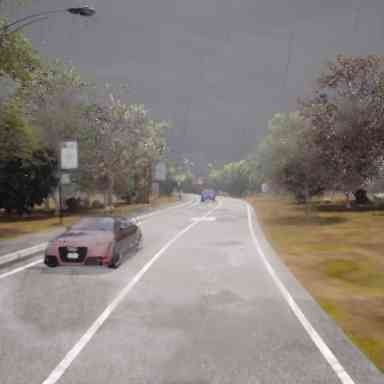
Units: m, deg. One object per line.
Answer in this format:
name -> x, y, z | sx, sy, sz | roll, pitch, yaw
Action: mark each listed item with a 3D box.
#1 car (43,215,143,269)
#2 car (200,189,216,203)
car -> -2.959, 1.464, 10.759 | 1.994, 1.385, 4.181 | 0, 1, 6
car -> 2.554, 0.514, 51.395 | 2.150, 2.045, 5.566 | 0, 1, 5
